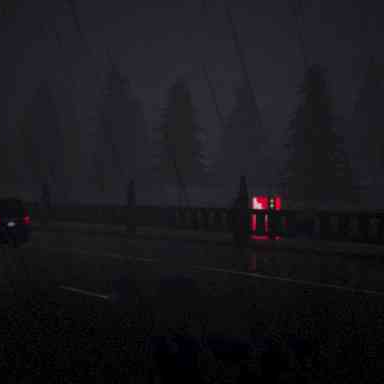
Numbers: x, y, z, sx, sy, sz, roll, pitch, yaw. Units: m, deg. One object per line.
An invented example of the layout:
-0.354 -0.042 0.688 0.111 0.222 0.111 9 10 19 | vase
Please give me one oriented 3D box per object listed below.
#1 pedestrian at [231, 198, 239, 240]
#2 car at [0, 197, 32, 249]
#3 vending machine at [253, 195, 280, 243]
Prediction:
1.915 1.141 14.394 0.375 1.860 0.375 0 0 32 | pedestrian
-8.796 1.222 13.037 5.566 2.045 2.150 0 0 27 | car
3.399 1.195 15.197 0.880 2.100 1.100 0 0 32 | vending machine
